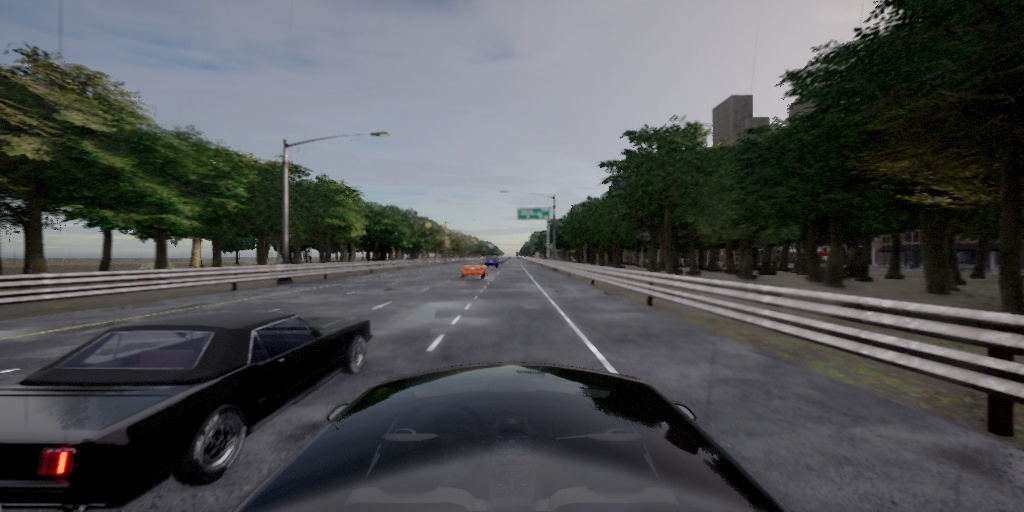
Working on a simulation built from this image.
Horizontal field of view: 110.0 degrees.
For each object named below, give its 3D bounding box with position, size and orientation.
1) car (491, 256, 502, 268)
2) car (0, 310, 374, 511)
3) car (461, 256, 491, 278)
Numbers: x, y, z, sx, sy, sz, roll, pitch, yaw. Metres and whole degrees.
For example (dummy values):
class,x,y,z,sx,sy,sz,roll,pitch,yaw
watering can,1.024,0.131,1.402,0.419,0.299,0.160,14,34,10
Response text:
class,x,y,z,sx,sy,sz,roll,pitch,yaw
car,-3.326,0.964,59.847,2.150,2.045,5.566,0,0,0
car,-3.502,1.351,4.575,1.895,1.301,4.718,0,0,0
car,-3.450,1.108,33.660,2.097,1.767,4.553,0,0,0
